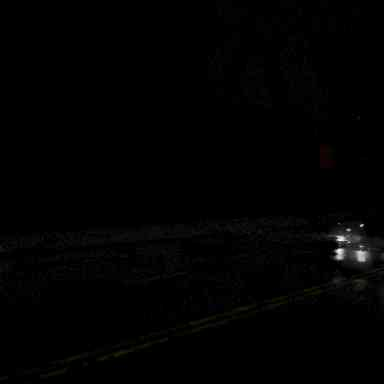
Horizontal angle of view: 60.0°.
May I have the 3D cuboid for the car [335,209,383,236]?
[{"bbox_3d":[10.793,1.735,20.041,5.357,1.411,2.033,1,-1,-37],"label":"car"}]
